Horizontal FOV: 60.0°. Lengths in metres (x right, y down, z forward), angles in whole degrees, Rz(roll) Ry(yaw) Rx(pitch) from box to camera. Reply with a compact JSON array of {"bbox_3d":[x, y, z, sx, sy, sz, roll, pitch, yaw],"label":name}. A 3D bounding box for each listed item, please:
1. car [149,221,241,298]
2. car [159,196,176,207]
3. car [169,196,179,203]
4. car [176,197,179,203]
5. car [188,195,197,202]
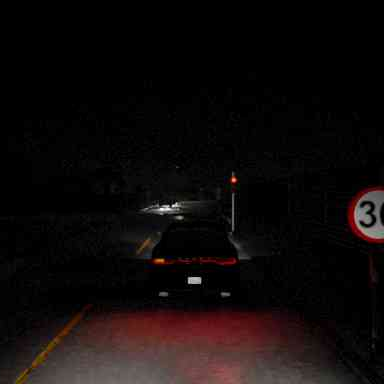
[{"bbox_3d":[0.073,1.478,8.600,1.882,1.535,5.008,0,0,1],"label":"car"},{"bbox_3d":[-3.965,1.491,50.921,2.128,1.511,4.902,0,0,0],"label":"car"},{"bbox_3d":[-3.820,1.595,70.453,1.895,1.301,4.718,0,0,0],"label":"car"},{"bbox_3d":[-3.918,1.492,60.401,2.128,1.511,4.902,0,0,0],"label":"car"},{"bbox_3d":[0.182,1.339,71.375,1.812,1.442,4.674,0,0,0],"label":"car"}]
